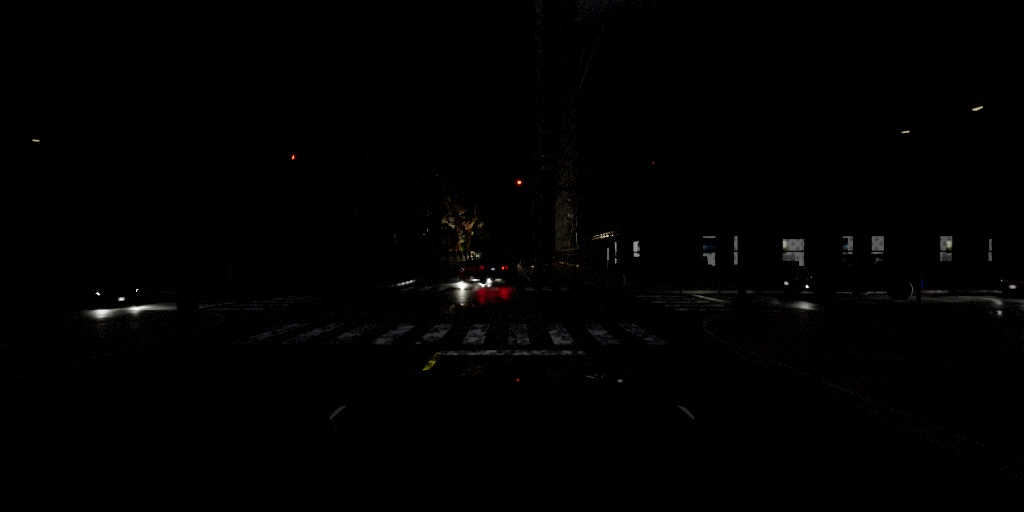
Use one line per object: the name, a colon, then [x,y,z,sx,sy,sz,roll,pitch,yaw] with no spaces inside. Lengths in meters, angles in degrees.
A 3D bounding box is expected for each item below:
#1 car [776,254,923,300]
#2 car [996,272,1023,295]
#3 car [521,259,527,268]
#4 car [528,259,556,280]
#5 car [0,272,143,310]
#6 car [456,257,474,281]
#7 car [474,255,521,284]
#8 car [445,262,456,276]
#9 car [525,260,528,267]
car: [15.702,0.925,16.863,5.566,2.045,2.150,0,0,1]
car: [25.777,1.164,16.656,4.902,1.511,2.128,0,0,1]
car: [2.652,1.315,59.232,1.948,1.339,4.313,0,0,0]
car: [2.671,1.191,30.826,1.967,1.591,4.097,0,0,0]
car: [-18.224,1.340,14.351,5.357,1.411,2.033,0,0,1]
car: [-3.119,1.104,29.998,2.097,1.767,4.553,0,0,0]
car: [-0.902,0.973,26.787,2.150,2.045,5.566,0,0,8]
car: [-5.714,1.297,36.499,1.888,1.381,4.507,0,0,0]
car: [2.667,1.318,36.507,1.948,1.339,4.313,0,0,0]
